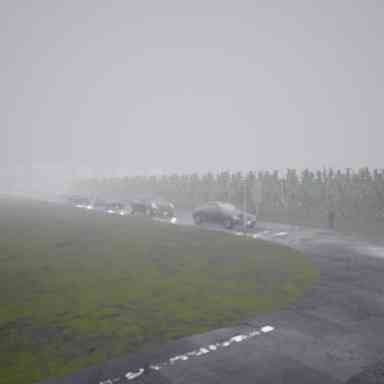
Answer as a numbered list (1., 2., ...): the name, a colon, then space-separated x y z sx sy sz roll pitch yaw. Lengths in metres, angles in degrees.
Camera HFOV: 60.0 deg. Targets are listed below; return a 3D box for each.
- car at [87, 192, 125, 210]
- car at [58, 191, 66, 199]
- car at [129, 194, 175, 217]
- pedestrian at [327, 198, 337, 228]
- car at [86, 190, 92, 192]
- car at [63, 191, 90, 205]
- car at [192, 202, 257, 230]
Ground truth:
1. car: -8.905 1.050 34.990 2.033 1.411 5.357 1 0 -35
2. car: -22.105 0.577 58.411 2.128 1.511 4.902 1 0 -36
3. car: -3.316 1.024 27.201 2.097 1.767 4.553 1 0 -36
4. pedestrian: 8.690 1.274 20.723 0.375 1.860 0.375 2 -1 -36
5. car: -16.312 0.609 50.350 2.097 1.767 4.553 1 0 -36
6. car: -14.807 0.926 43.259 1.895 1.301 4.718 1 0 -35
7. car: 1.803 1.354 20.006 1.812 1.442 4.674 1 0 -34
